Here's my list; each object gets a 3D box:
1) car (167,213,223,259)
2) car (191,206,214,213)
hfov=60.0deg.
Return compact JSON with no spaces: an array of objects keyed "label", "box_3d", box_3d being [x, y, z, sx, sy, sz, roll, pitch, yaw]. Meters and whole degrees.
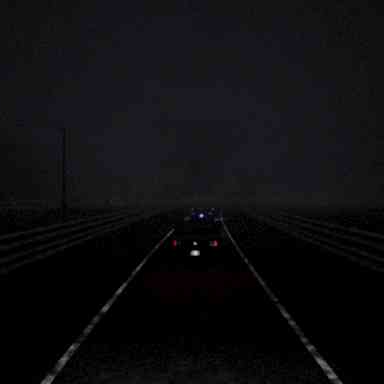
[{"label":"car","box_3d":[0.192,1.744,13.187,1.895,1.301,4.718,0,-1,2]},{"label":"car","box_3d":[0.892,1.870,28.319,1.994,1.385,4.181,0,-1,4]}]
